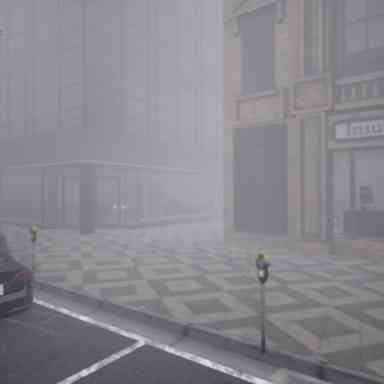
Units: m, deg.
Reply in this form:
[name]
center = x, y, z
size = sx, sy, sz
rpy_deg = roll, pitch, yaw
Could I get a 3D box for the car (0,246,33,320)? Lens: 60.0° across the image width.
[car]
center = -4.678, 1.519, 6.196
size = 4.313, 1.339, 1.947
rpy_deg = 0, 0, 36
